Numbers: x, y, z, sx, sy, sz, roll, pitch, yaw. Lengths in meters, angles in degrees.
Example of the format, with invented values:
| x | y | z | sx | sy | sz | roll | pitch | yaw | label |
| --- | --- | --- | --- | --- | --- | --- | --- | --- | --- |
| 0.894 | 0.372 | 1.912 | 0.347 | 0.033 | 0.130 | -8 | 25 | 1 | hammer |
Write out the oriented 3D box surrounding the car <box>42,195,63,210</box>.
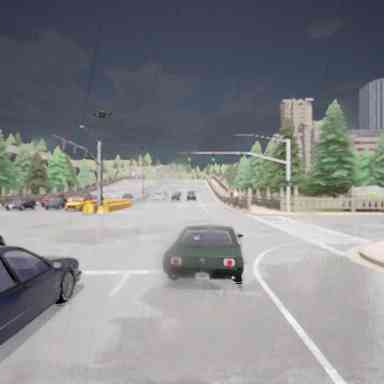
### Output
| x | y | z | sx | sy | sz | roll | pitch | yaw | label |
| --- | --- | --- | --- | --- | --- | --- | --- | --- | --- |
| -17.604 | 1.535 | 43.689 | 1.837 | 1.490 | 4.892 | 0 | 0 | 0 | car |

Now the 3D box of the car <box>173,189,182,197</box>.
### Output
| x | y | z | sx | sy | sz | roll | pitch | yaw | label |
| --- | --- | --- | --- | --- | --- | --- | --- | --- | --- |
| -3.674 | 0.265 | 83.307 | 2.128 | 1.511 | 4.902 | 0 | 7 | 0 | car |

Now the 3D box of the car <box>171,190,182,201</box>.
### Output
| x | y | z | sx | sy | sz | roll | pitch | yaw | label |
| --- | --- | --- | --- | --- | --- | --- | --- | --- | --- |
| -3.616 | 1.069 | 73.006 | 1.837 | 1.490 | 4.892 | 0 | 4 | 0 | car |

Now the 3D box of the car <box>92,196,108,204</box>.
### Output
| x | y | z | sx | sy | sz | roll | pitch | yaw | label |
| --- | --- | --- | --- | --- | --- | --- | --- | --- | --- |
| -17.563 | 1.524 | 63.630 | 1.994 | 1.385 | 4.181 | 0 | 1 | 0 | car |

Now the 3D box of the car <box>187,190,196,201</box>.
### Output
| x | y | z | sx | sy | sz | roll | pitch | yaw | label |
| --- | --- | --- | --- | --- | --- | --- | --- | --- | --- |
| -0.117 | 0.906 | 73.258 | 2.097 | 1.767 | 4.553 | 0 | 4 | 0 | car |

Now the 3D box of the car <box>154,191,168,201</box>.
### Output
| x | y | z | sx | sy | sz | roll | pitch | yaw | label |
| --- | --- | --- | --- | --- | --- | --- | --- | --- | --- |
| -7.115 | 0.780 | 73.103 | 2.150 | 2.045 | 5.566 | 0 | 4 | 0 | car |

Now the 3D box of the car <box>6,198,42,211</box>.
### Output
| x | y | z | sx | sy | sz | roll | pitch | yaw | label |
| --- | --- | --- | --- | --- | --- | --- | --- | --- | --- |
| -21.104 | 1.520 | 41.239 | 2.128 | 1.511 | 4.902 | 0 | 0 | 0 | car |

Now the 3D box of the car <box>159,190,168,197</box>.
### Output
| x | y | z | sx | sy | sz | roll | pitch | yaw | label |
| --- | --- | --- | --- | --- | --- | --- | --- | --- | --- |
| -7.176 | 0.287 | 83.739 | 1.895 | 1.301 | 4.718 | 0 | 7 | 0 | car |

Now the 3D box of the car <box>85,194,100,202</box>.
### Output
| x | y | z | sx | sy | sz | roll | pitch | yaw | label |
| --- | --- | --- | --- | --- | --- | --- | --- | --- | --- |
| -21.105 | 1.223 | 70.997 | 1.994 | 1.385 | 4.181 | 0 | 2 | 0 | car |

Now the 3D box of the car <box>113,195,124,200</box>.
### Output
| x | y | z | sx | sy | sz | roll | pitch | yaw | label |
| --- | --- | --- | --- | --- | --- | --- | --- | --- | --- |
| -14.084 | 1.553 | 59.431 | 1.812 | 1.442 | 4.674 | 0 | 1 | 0 | car |

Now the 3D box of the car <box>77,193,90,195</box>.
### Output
| x | y | z | sx | sy | sz | roll | pitch | yaw | label |
| --- | --- | --- | --- | --- | --- | --- | --- | --- | --- |
| -17.591 | 1.259 | 53.551 | 2.150 | 2.045 | 5.566 | 0 | 0 | 0 | car |

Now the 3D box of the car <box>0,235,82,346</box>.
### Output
| x | y | z | sx | sy | sz | roll | pitch | yaw | label |
| --- | --- | --- | --- | --- | --- | --- | --- | --- | --- |
| -3.414 | 1.551 | 5.088 | 2.033 | 1.411 | 5.357 | 0 | 0 | 0 | car |

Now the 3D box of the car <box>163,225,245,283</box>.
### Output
| x | y | z | sx | sy | sz | roll | pitch | yaw | label |
| --- | --- | --- | --- | --- | --- | --- | --- | --- | --- |
| 0.550 | 1.608 | 9.722 | 1.895 | 1.301 | 4.718 | 0 | 0 | 8 | car |

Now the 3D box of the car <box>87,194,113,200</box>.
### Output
| x | y | z | sx | sy | sz | roll | pitch | yaw | label |
| --- | --- | --- | --- | --- | --- | --- | --- | --- | --- |
| -14.101 | 1.526 | 50.470 | 2.128 | 1.511 | 4.902 | 0 | 0 | 0 | car |

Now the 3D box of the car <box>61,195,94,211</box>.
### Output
| x | y | z | sx | sy | sz | roll | pitch | yaw | label |
| --- | --- | --- | --- | --- | --- | --- | --- | --- | --- |
| -14.077 | 1.506 | 41.225 | 1.882 | 1.535 | 5.008 | 0 | 0 | -1 | car |

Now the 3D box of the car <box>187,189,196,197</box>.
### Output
| x | y | z | sx | sy | sz | roll | pitch | yaw | label |
| --- | --- | --- | --- | --- | --- | --- | --- | --- | --- |
| -0.174 | 0.279 | 83.328 | 2.033 | 1.411 | 5.357 | 0 | 7 | 0 | car |

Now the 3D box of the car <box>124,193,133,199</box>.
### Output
| x | y | z | sx | sy | sz | roll | pitch | yaw | label |
| --- | --- | --- | --- | --- | --- | --- | --- | --- | --- |
| -14.114 | 1.075 | 72.650 | 1.837 | 1.490 | 4.892 | 0 | 3 | 0 | car |

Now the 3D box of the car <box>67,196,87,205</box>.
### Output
| x | y | z | sx | sy | sz | roll | pitch | yaw | label |
| --- | --- | --- | --- | --- | --- | --- | --- | --- | --- |
| -21.056 | 1.485 | 61.060 | 1.882 | 1.535 | 5.008 | 0 | 1 | 0 | car |
